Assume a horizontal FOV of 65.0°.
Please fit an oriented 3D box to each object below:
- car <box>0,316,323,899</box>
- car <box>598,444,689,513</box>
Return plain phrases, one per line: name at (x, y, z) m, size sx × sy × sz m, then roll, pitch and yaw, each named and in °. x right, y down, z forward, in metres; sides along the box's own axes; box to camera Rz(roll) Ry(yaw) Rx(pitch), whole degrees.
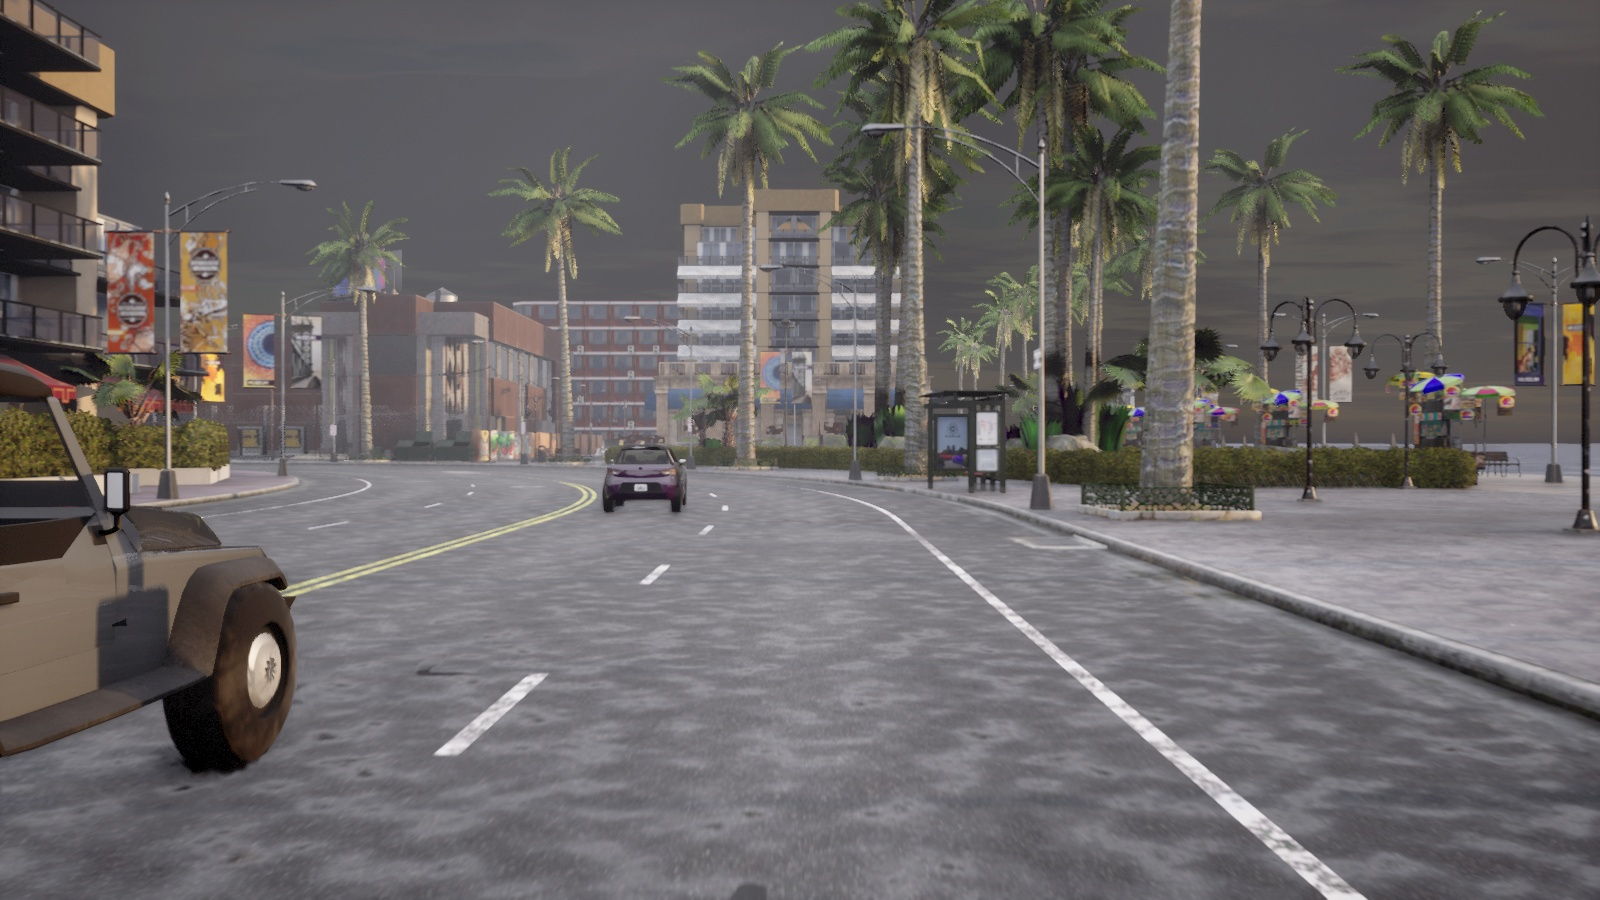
car at (-3.458, 0.515, 4.632) m, size 1.905 × 1.878 × 3.866 m, roll 0°, pitch 0°, yaw 0°
car at (-3.569, 0.602, 29.244) m, size 1.816 × 1.474 × 4.193 m, roll 0°, pitch 0°, yaw -3°
